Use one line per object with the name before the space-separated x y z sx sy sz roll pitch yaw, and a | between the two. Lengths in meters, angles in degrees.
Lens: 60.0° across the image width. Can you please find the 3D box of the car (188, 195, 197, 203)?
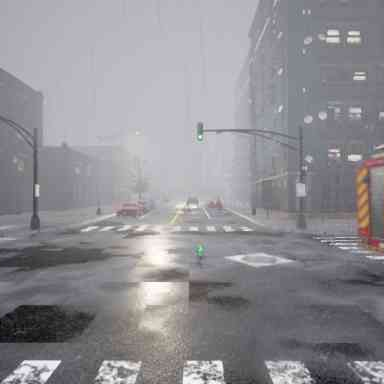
car | 0.133 1.495 68.465 1.882 1.535 5.008 0 0 0

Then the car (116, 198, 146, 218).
car | -5.693 1.552 30.382 1.887 1.381 4.507 1 0 0

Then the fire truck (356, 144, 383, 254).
fire truck | 9.841 0.253 10.203 8.468 3.827 2.891 -1 -1 1

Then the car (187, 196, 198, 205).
car | 0.114 1.519 58.041 1.837 1.490 4.892 0 0 0

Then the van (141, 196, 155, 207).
van | -5.590 1.351 41.751 1.690 1.788 3.998 1 0 0

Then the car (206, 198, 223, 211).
car | 2.787 1.450 41.796 1.967 1.590 4.097 1 0 0

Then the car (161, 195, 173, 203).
car | -5.540 1.600 70.185 1.802 1.307 4.206 1 0 0

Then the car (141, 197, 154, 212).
car | -5.606 1.553 36.064 1.887 1.381 4.507 1 0 0
